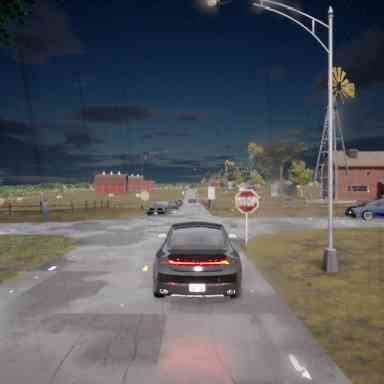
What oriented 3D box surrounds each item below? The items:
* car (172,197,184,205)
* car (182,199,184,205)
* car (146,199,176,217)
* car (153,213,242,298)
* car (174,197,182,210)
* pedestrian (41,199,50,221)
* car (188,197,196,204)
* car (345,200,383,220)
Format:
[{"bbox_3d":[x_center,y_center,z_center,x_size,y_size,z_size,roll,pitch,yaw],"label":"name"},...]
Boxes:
[{"bbox_3d":[-2.699,1.801,66.516,2.128,1.511,4.902,0,-1,1],"label":"car"},{"bbox_3d":[-2.747,1.746,54.314,1.994,1.385,4.181,0,-1,0],"label":"car"},{"bbox_3d":[-3.126,1.649,32.474,1.895,1.301,4.718,0,0,5],"label":"car"},{"bbox_3d":[0.139,1.507,8.506,1.837,1.490,4.892,0,0,1],"label":"car"},{"bbox_3d":[-2.786,1.664,43.603,1.994,1.385,4.181,0,0,0],"label":"car"},{"bbox_3d":[-12.120,1.465,27.530,0.375,1.860,0.375,0,2,0],"label":"pedestrian"},{"bbox_3d":[0.099,1.999,78.923,1.812,1.442,4.674,0,-1,0],"label":"car"},{"bbox_3d":[13.532,1.267,24.345,4.181,1.385,1.994,-1,1,-2],"label":"car"}]
